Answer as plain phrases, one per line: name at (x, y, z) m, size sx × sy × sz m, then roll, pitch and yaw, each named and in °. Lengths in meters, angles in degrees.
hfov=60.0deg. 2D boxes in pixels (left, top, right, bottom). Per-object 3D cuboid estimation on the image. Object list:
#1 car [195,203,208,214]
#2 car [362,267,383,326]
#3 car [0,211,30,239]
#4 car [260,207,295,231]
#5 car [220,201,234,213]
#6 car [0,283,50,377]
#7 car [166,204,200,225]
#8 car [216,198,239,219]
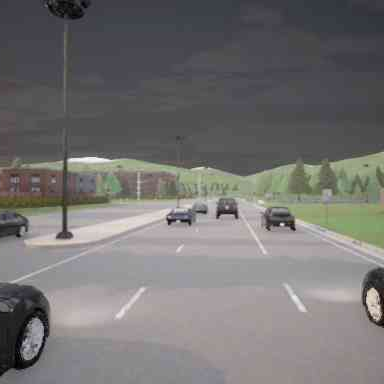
car at (0.971, 2.039, 41.868) m, size 1.994 × 1.385 × 4.181 m, roll 0°, pitch -1°, yaw 6°
car at (3.988, 1.563, 4.289) m, size 1.837 × 1.490 × 4.892 m, roll 0°, pitch -1°, yaw 4°
car at (-10.070, 1.719, 16.444) m, size 1.837 × 1.490 × 4.892 m, roll 0°, pitch -1°, yaw 6°
car at (5.886, 1.779, 23.060) m, size 1.837 × 1.490 × 4.892 m, roll 0°, pitch -1°, yaw 6°
car at (4.818, 2.049, 45.472) m, size 1.812 × 1.442 × 4.674 m, roll 0°, pitch -1°, yaw 7°
car at (-3.069, 1.533, 2.965) m, size 1.837 × 1.490 × 4.892 m, roll 0°, pitch -1°, yaw 3°
car at (-0.762, 1.900, 26.612) m, size 1.895 × 1.301 × 4.718 m, roll 0°, pitch -1°, yaw 6°
car at (3.606, 1.615, 34.046) m, size 2.150 × 2.045 × 5.566 m, roll 0°, pitch 0°, yaw 6°
